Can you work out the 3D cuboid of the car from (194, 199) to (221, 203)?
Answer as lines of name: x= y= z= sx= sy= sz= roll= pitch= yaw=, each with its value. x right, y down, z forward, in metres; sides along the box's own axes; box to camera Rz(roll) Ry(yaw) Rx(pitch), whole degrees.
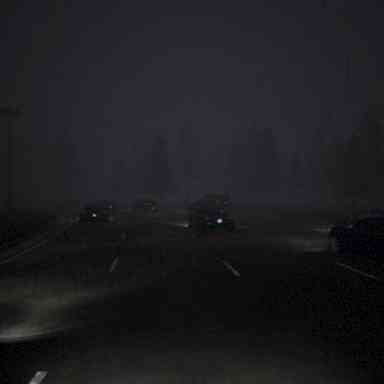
car: x=0.885 y=1.629 z=33.432 sx=1.895 sy=1.301 sz=4.718 roll=0 pitch=0 yaw=-19

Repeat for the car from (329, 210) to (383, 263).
car: x=6.286 y=1.486 z=10.580 sx=1.882 sy=1.535 sz=5.008 roll=0 pitch=0 yaw=-7

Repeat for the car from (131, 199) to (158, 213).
car: x=-5.512 y=1.534 z=38.156 sx=1.837 sy=1.490 sz=4.892 roll=0 pitch=-1 yaw=-31

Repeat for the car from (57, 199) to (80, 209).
car: x=-16.768 y=1.641 z=46.116 sx=4.718 sy=1.301 sz=1.895 roll=0 pitch=0 yaw=39

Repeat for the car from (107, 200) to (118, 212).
car: x=-10.102 y=1.598 z=38.633 sx=1.994 sy=1.385 sz=4.181 roll=0 pitch=0 yaw=-33

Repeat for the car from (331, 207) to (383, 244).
car: x=9.146 y=1.561 z=15.984 sx=2.033 sy=1.411 sz=5.357 roll=0 pitch=0 yaw=-10

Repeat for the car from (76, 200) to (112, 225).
car: x=-7.333 y=1.586 z=24.822 sx=1.994 sy=1.385 sz=4.181 roll=0 pitch=0 yaw=-17

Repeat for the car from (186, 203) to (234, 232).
car: x=1.067 y=1.581 z=20.292 sx=1.994 sy=1.385 sz=4.181 roll=0 pitch=0 yaw=-13

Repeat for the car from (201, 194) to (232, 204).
car: x=2.499 y=1.256 z=38.530 sx=2.150 sy=2.045 sz=5.566 roll=0 pitch=0 yaw=-25
